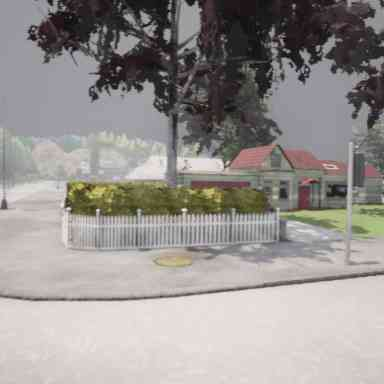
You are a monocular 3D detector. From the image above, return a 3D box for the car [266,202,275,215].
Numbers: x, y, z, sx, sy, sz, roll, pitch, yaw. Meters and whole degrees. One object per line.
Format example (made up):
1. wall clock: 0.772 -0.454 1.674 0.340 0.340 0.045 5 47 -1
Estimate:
1. car: 2.993 0.706 19.318 1.994 1.381 4.181 0 2 -21
